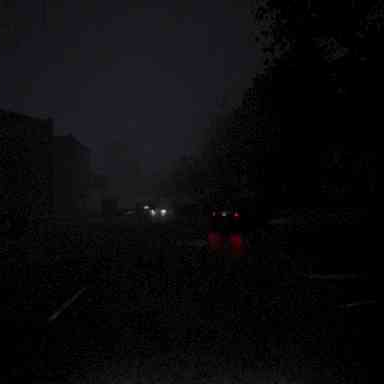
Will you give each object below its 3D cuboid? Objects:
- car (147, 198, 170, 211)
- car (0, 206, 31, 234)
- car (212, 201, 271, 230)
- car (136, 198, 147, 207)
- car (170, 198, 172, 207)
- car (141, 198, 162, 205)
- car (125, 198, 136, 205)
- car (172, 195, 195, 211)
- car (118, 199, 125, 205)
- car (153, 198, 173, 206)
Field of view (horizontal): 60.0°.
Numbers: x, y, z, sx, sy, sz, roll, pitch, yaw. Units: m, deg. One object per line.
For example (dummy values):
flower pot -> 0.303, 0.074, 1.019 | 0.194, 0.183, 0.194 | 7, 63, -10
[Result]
car -> -4.304, 1.652, 43.212 | 2.033, 1.411, 5.357 | 0, -1, -2
car -> -11.415, 1.485, 17.938 | 4.892, 1.521, 2.231 | -1, 0, -20
car -> 3.218, 1.313, 21.046 | 2.097, 1.767, 4.553 | 0, 1, 39
car -> -8.245, 1.876, 60.947 | 1.882, 1.535, 5.008 | 0, -1, -23
car -> -3.475, 1.816, 58.825 | 2.231, 1.521, 4.892 | 0, 0, -18
car -> -8.434, 1.967, 68.994 | 2.231, 1.521, 4.892 | -1, -1, -35
car -> -11.954, 2.101, 73.449 | 2.097, 1.535, 5.008 | -1, 0, -41
car -> -1.019, 1.398, 47.665 | 2.435, 2.045, 5.566 | 0, -1, -7
car -> -15.781, 2.286, 77.883 | 4.892, 1.521, 2.231 | -4, -2, 42
car -> -5.682, 1.894, 64.124 | 2.097, 1.535, 5.008 | -1, -1, -27
